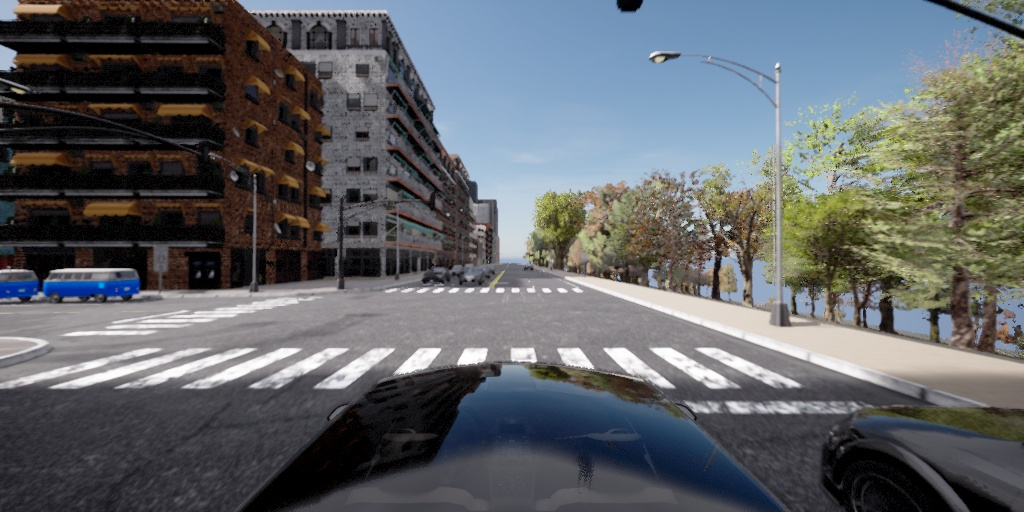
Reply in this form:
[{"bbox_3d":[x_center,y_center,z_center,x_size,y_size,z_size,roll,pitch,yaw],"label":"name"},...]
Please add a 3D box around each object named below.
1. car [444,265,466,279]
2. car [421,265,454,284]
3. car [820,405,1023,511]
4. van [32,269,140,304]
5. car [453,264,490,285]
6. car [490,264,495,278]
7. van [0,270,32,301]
[{"bbox_3d":[-6.577,1.792,41.780,1.837,1.490,4.892,0,-1,0],"label":"car"},{"bbox_3d":[-6.584,1.702,32.036,2.033,1.411,5.357,0,-1,0],"label":"car"},{"bbox_3d":[3.348,1.305,0.998,1.994,1.385,4.181,0,-1,0],"label":"car"},{"bbox_3d":[-22.710,1.584,19.416,3.998,1.789,1.690,0,0,-1],"label":"van"},{"bbox_3d":[-3.335,1.626,30.548,2.128,1.511,4.902,0,-1,0],"label":"car"},{"bbox_3d":[-3.330,1.752,39.826,2.128,1.511,4.902,0,-1,0],"label":"car"},{"bbox_3d":[-28.311,1.657,19.341,3.998,1.789,1.690,0,0,-1],"label":"van"}]
